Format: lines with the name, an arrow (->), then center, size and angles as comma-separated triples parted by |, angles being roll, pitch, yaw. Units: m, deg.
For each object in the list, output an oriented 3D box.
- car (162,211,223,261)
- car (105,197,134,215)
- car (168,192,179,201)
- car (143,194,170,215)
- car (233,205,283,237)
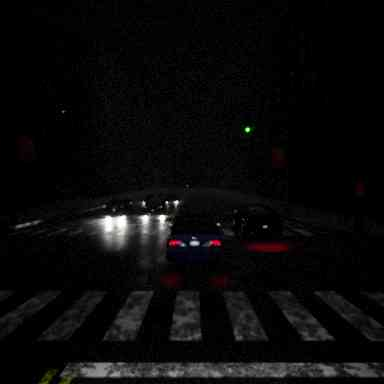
car -> 0.087, 1.518, 12.158 | 2.033, 1.411, 5.357 | 0, 0, 0
car -> -6.594, 1.202, 30.590 | 2.128, 1.511, 4.902 | 0, 1, 0
car -> -3.289, 0.710, 54.964 | 1.837, 1.490, 4.892 | 0, 1, 0
car -> -3.345, 1.236, 30.610 | 1.812, 1.442, 4.674 | 0, 1, 0
car -> 3.348, 1.398, 17.638 | 1.882, 1.535, 5.008 | 0, 1, 0
